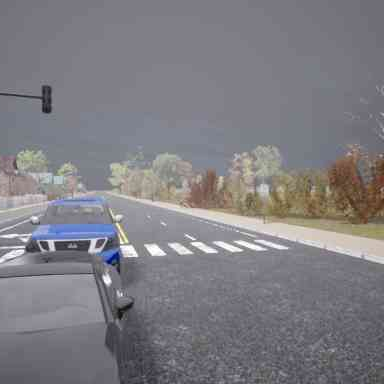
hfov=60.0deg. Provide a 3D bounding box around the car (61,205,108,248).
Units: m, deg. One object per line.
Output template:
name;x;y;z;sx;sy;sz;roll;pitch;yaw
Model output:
car;-5.039;1.499;16.028;1.837;1.490;4.892;0;0;-15

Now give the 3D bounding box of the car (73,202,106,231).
car;-6.625;1.468;21.769;1.882;1.535;5.008;0;0;-16

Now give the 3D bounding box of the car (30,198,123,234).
car;-3.363;1.218;9.962;2.150;2.045;5.566;0;0;-15

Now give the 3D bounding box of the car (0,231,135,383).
car;-1.705;1.524;3.878;1.812;1.442;4.674;0;0;-13

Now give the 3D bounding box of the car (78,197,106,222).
car;-8.202;1.338;27.498;2.097;1.767;4.553;0;0;-15
